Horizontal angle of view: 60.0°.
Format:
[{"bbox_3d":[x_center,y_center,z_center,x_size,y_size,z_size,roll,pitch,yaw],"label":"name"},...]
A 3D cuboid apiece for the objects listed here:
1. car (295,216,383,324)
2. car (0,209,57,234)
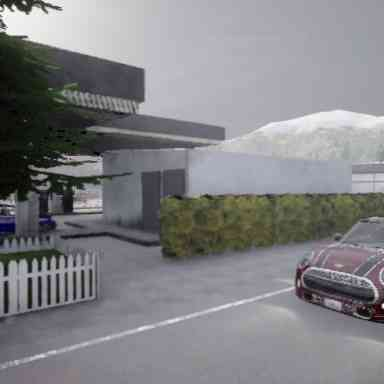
[{"bbox_3d":[4.247,1.324,7.009,4.553,1.767,2.097,0,0,-35],"label":"car"},{"bbox_3d":[-9.610,1.472,17.570,4.611,1.667,2.242,0,0,-36],"label":"car"}]
